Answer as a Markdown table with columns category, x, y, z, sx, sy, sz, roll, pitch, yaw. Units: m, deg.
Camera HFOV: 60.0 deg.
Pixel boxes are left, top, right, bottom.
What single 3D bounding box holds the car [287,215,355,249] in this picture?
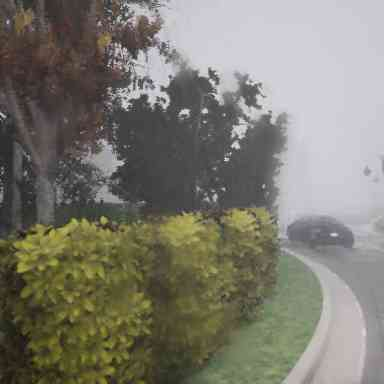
| category | x | y | z | sx | sy | sz | roll | pitch | yaw |
| --- | --- | --- | --- | --- | --- | --- | --- | --- | --- |
| car | 6.000 | 1.805 | 15.983 | 1.994 | 1.385 | 4.181 | -1 | -1 | 0 |
